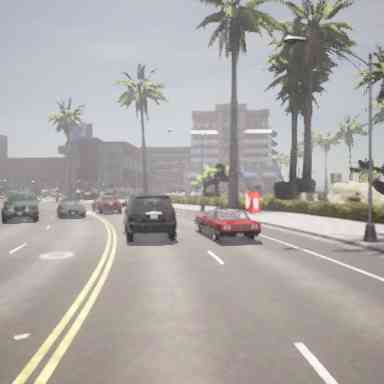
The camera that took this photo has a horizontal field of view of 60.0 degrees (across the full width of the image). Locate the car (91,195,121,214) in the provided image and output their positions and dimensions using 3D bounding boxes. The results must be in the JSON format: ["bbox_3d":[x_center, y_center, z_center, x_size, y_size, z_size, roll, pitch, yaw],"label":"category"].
[{"bbox_3d":[-8.492,1.110,32.703,2.097,1.767,4.553,-1,1,-27],"label":"car"}]

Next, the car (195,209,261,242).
[{"bbox_3d":[1.494,1.464,15.836,1.895,1.301,4.718,0,0,-13],"label":"car"}]

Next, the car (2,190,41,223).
[{"bbox_3d":[-12.328,1.062,24.275,2.150,2.045,5.566,0,0,-23],"label":"car"}]

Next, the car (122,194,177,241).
[{"bbox_3d":[-2.164,1.094,16.213,2.150,2.045,5.566,0,0,-13],"label":"car"}]

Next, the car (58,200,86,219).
[{"bbox_3d":[-9.724,1.375,26.816,1.994,1.385,4.181,0,0,-24],"label":"car"}]

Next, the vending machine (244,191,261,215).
[{"bbox_3d":[5.287,0.938,29.016,1.100,2.100,0.880,0,1,-21],"label":"vending machine"}]

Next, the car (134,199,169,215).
[{"bbox_3d":[-3.888,1.354,31.416,1.895,1.301,4.718,0,1,-25],"label":"car"}]
